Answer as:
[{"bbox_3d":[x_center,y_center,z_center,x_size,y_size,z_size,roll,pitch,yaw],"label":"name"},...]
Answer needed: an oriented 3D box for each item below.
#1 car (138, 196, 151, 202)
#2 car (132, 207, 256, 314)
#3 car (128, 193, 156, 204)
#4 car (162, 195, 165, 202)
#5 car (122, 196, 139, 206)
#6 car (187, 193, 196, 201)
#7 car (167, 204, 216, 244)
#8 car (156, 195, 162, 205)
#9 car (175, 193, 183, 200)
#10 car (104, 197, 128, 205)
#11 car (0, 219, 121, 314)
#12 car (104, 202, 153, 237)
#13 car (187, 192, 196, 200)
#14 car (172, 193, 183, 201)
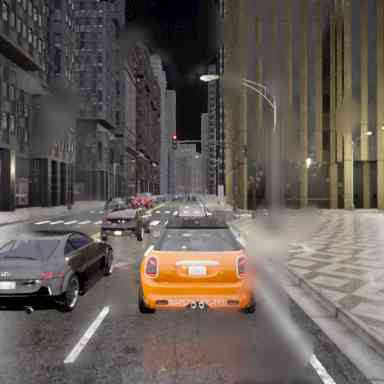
[{"bbox_3d":[-9.834,1.441,68.905,1.895,1.301,4.718,0,0,0],"label":"car"},{"bbox_3d":[0.095,1.349,7.781,2.097,1.767,4.553,0,0,0],"label":"car"},{"bbox_3d":[-6.625,1.147,44.800,2.150,2.045,5.566,0,0,2],"label":"car"},{"bbox_3d":[-6.584,1.384,68.979,2.033,1.411,5.357,0,0,0],"label":"car"},{"bbox_3d":[-9.903,1.458,53.611,1.994,1.385,4.181,0,0,0],"label":"car"},{"bbox_3d":[-0.089,1.337,74.331,1.812,1.442,4.674,0,0,0],"label":"car"},{"bbox_3d":[0.012,1.479,16.788,2.128,1.511,4.902,0,0,1],"label":"car"},{"bbox_3d":[-6.649,1.409,56.746,1.812,1.442,4.674,0,0,0],"label":"car"},{"bbox_3d":[-3.352,1.118,84.332,1.837,1.490,4.892,0,0,0],"label":"car"},{"bbox_3d":[-9.899,1.437,42.685,1.837,1.490,4.892,0,0,0],"label":"car"},{"bbox_3d":[-3.165,1.561,7.684,1.994,1.385,4.181,0,0,0],"label":"car"},{"bbox_3d":[-3.167,1.492,16.581,1.837,1.490,4.892,0,0,0],"label":"car"},{"bbox_3d":[-0.101,0.973,84.305,2.097,1.767,4.553,0,0,0],"label":"car"},{"bbox_3d":[-3.339,1.168,74.296,2.097,1.767,4.553,0,0,0],"label":"car"}]
